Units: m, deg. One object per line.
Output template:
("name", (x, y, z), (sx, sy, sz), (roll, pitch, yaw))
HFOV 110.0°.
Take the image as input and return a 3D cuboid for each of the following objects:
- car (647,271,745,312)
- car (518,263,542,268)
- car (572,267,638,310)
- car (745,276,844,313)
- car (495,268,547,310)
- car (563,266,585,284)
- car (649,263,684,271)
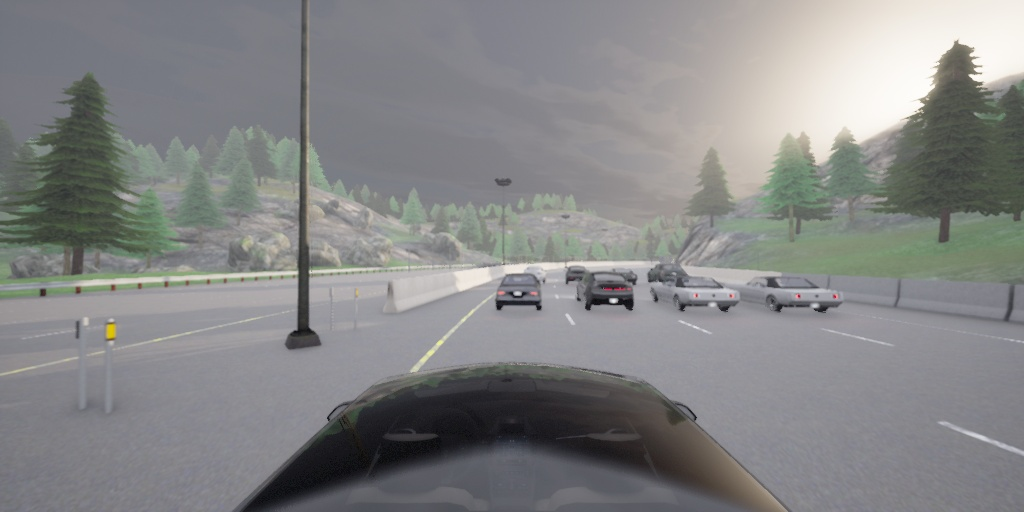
("car", (7.360, 1.484, 15.104), (1.895, 1.301, 4.718), (0, -1, 4))
("car", (1.899, 1.552, 30.328), (1.812, 1.442, 4.674), (0, 0, 8))
("car", (3.885, 1.393, 15.519), (1.837, 1.490, 4.892), (0, 0, 4))
("car", (10.853, 1.484, 14.885), (1.895, 1.301, 4.718), (0, -1, 4))
("car", (0.364, 1.429, 15.424), (2.033, 1.411, 5.357), (0, -1, 4))
("car", (5.355, 1.531, 29.781), (1.837, 1.490, 4.892), (0, 0, 8))
("car", (12.253, 1.366, 28.597), (2.097, 1.767, 4.553), (0, -1, 8))
